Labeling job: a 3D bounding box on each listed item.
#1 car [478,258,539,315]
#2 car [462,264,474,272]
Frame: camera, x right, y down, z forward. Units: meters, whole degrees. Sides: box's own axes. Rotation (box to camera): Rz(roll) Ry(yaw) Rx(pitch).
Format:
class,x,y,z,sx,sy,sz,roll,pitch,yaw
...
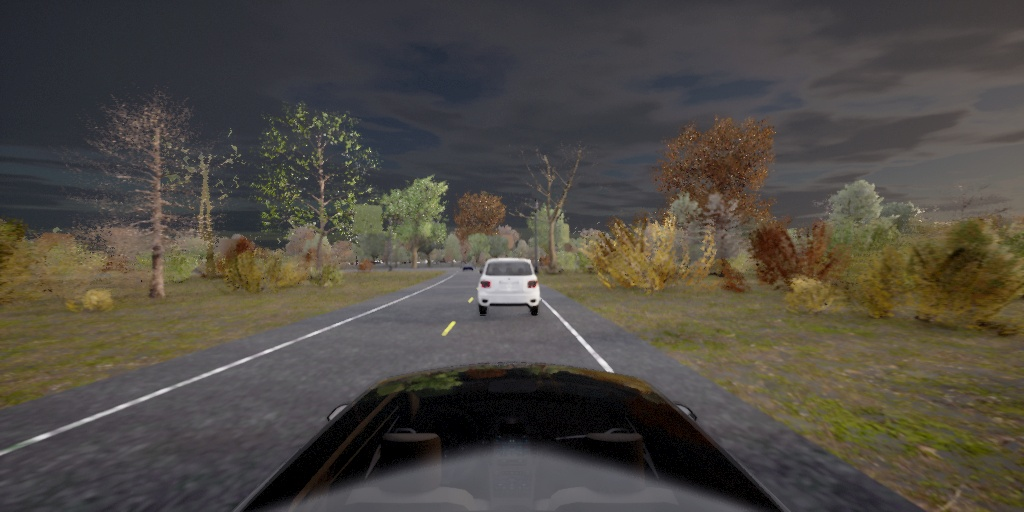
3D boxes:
class,x,y,z,sx,sy,sz,roll,pitch,yaw
car,-0.164,1.106,14.467,2.150,2.045,5.566,0,0,-2
car,-7.278,1.933,59.259,1.895,1.301,4.718,0,-1,-7
